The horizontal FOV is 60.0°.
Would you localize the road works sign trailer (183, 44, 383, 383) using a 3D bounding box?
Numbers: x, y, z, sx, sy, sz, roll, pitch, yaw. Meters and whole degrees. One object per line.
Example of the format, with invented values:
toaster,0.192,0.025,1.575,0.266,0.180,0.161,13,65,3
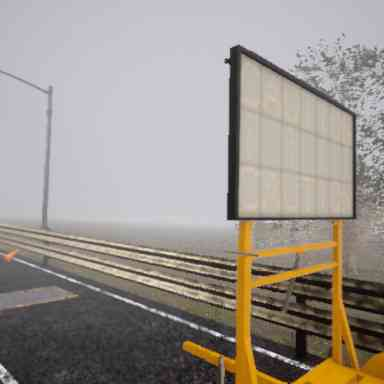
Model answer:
road works sign trailer,0.952,0.678,3.404,2.380,3.560,2.880,4,-4,-44
